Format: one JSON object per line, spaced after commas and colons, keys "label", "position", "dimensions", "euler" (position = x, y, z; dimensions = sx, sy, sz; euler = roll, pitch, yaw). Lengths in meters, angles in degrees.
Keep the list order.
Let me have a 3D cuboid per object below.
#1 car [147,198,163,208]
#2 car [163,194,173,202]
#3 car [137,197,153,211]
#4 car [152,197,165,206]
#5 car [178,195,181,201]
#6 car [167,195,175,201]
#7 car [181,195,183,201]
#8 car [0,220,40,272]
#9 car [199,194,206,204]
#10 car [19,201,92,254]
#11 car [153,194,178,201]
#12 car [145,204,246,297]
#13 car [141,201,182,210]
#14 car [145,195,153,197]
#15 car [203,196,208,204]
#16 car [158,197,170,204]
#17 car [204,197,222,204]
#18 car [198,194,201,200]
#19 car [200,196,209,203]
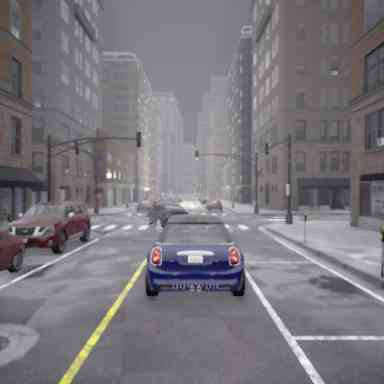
{"label": "car", "position": [-5.710, 1.633, 51.867], "dimensions": [1.887, 1.381, 4.507], "euler": [-1, 0, 0]}
{"label": "car", "position": [-5.730, 1.484, 79.692], "dimensions": [2.192, 1.841, 5.009], "euler": [-1, 0, 0]}
{"label": "car", "position": [-5.702, 1.644, 40.737], "dimensions": [1.802, 1.307, 4.206], "euler": [-1, 0, 0]}
{"label": "car", "position": [-5.713, 1.627, 57.261], "dimensions": [1.752, 1.417, 4.829], "euler": [-1, 0, 0]}
{"label": "car", "position": [-3.123, 1.574, 49.268], "dimensions": [2.128, 1.511, 4.902], "euler": [0, 0, 0]}
{"label": "car", "position": [-5.736, 1.643, 90.822], "dimensions": [1.967, 1.590, 4.097], "euler": [-1, 0, 0]}
{"label": "car", "position": [-3.098, 1.654, 59.132], "dimensions": [2.033, 1.411, 5.357], "euler": [0, 0, 0]}
{"label": "car", "position": [-5.680, 1.590, 8.154], "dimensions": [1.802, 1.307, 4.206], "euler": [-1, 0, 0]}
{"label": "car", "position": [2.809, 1.663, 63.023], "dimensions": [1.887, 1.381, 4.507], "euler": [-1, 0, 0]}
{"label": "car", "position": [-5.687, 1.330, 13.737], "dimensions": [2.192, 1.841, 5.009], "euler": [-1, 0, 0]}
{"label": "car", "position": [-3.123, 1.413, 40.135], "dimensions": [2.097, 1.767, 4.553], "euler": [0, 0, 0]}
{"label": "car", "position": [0.074, 1.361, 8.752], "dimensions": [2.097, 1.767, 4.553], "euler": [0, 0, 0]}
{"label": "car", "position": [-1.727, 1.549, 22.208], "dimensions": [1.837, 1.490, 4.892], "euler": [1, -1, -22]}
{"label": "car", "position": [-5.708, 1.390, 46.302], "dimensions": [2.192, 1.841, 5.009], "euler": [-1, 0, 0]}
{"label": "car", "position": [2.819, 1.601, 46.503], "dimensions": [1.752, 1.417, 4.829], "euler": [-1, 0, 0]}
{"label": "car", "position": [-5.720, 1.685, 68.561], "dimensions": [2.008, 1.369, 4.403], "euler": [-1, 0, 0]}
{"label": "car", "position": [2.823, 1.644, 40.770], "dimensions": [1.802, 1.307, 4.206], "euler": [-1, 0, 0]}
{"label": "car", "position": [2.804, 1.574, 68.586], "dimensions": [1.967, 1.590, 4.097], "euler": [-1, 0, 0]}
{"label": "car", "position": [2.801, 1.696, 74.150], "dimensions": [1.887, 1.381, 4.507], "euler": [-1, 0, 0]}
